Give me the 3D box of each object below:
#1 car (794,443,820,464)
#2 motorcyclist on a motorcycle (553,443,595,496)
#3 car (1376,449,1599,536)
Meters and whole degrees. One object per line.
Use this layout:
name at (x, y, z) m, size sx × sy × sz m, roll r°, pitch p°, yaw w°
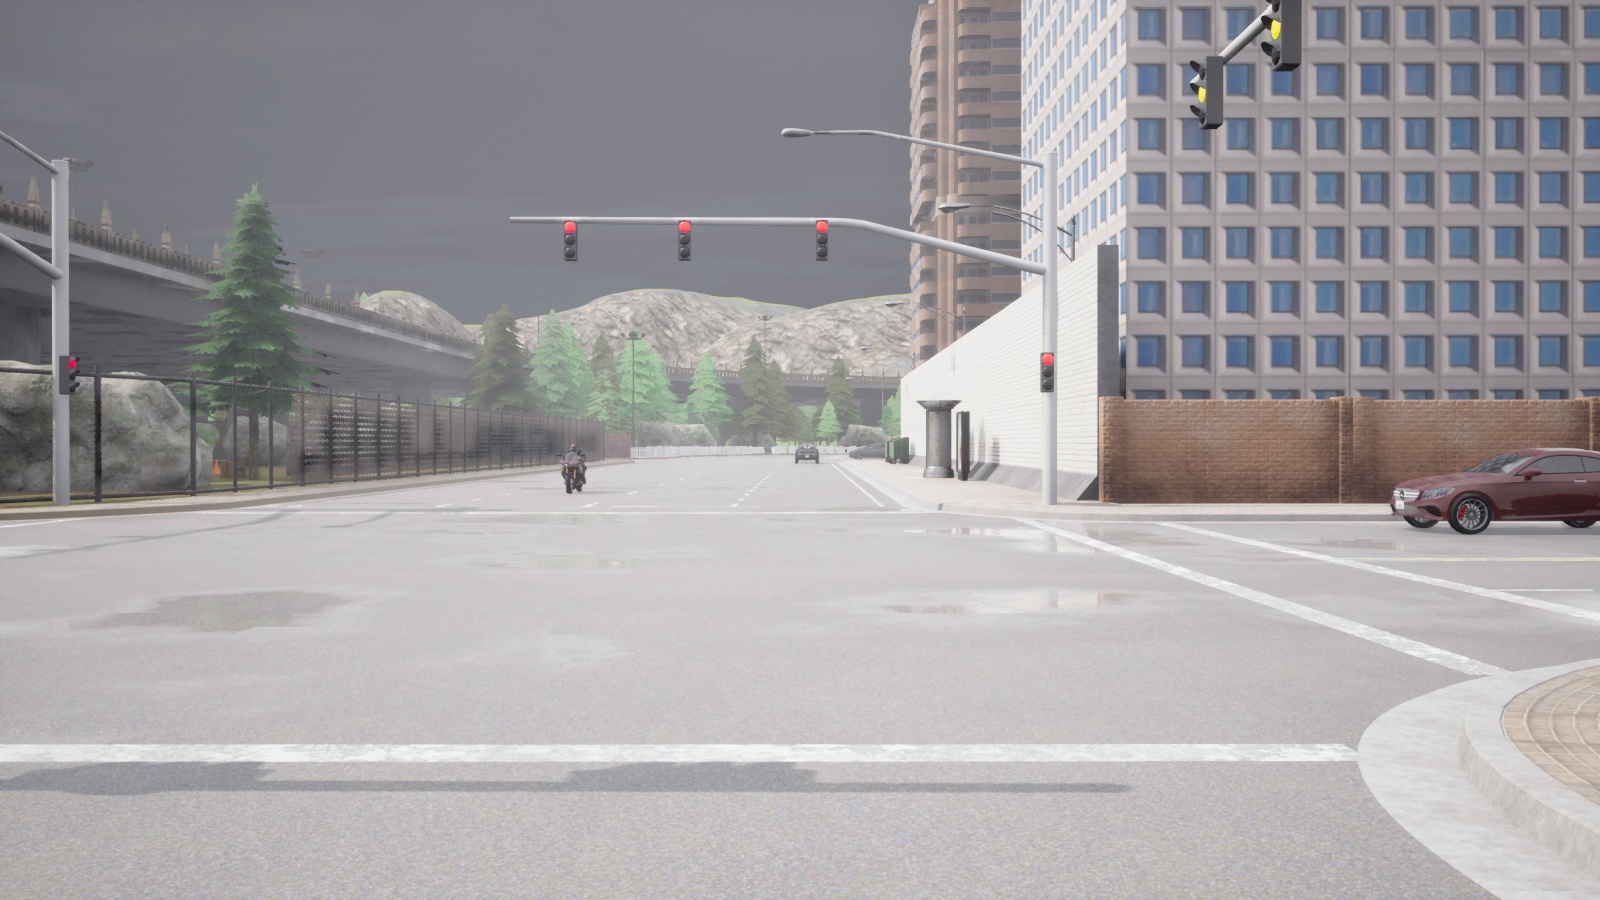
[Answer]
car at (0.512, 0.246, 91.154) m, size 1.816 × 1.474 × 4.193 m, roll 0°, pitch 0°, yaw 0°
motorcyclist on a motorcycle at (-6.779, 0.563, 37.779) m, size 0.866 × 1.530 × 2.191 m, roll 0°, pitch 0°, yaw 0°
car at (12.785, 0.714, 21.879) m, size 4.674 × 1.442 × 1.812 m, roll 0°, pitch 0°, yaw 0°
